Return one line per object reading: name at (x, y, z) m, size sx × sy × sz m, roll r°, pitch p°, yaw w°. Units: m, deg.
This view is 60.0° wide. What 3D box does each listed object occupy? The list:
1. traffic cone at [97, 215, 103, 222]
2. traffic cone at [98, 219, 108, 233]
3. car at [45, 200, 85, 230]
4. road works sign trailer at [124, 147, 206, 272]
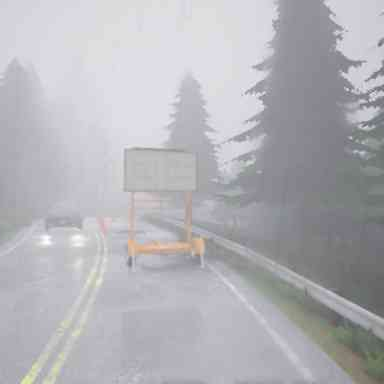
traffic cone at (-5.104, 1.779, 18.939) m, size 0.340 × 0.580 × 0.340 m, roll 2°, pitch 0°, yaw -18°
traffic cone at (-4.492, 1.799, 17.039) m, size 0.340 × 0.580 × 0.340 m, roll 1°, pitch 0°, yaw -18°
car at (-7.313, 1.248, 19.248) m, size 1.882 × 1.535 × 5.008 m, roll 1°, pitch 0°, yaw -18°
road works sign trailer at (-1.029, 0.393, 10.752) m, size 2.380 × 3.560 × 2.880 m, roll 1°, pitch 0°, yaw -17°
